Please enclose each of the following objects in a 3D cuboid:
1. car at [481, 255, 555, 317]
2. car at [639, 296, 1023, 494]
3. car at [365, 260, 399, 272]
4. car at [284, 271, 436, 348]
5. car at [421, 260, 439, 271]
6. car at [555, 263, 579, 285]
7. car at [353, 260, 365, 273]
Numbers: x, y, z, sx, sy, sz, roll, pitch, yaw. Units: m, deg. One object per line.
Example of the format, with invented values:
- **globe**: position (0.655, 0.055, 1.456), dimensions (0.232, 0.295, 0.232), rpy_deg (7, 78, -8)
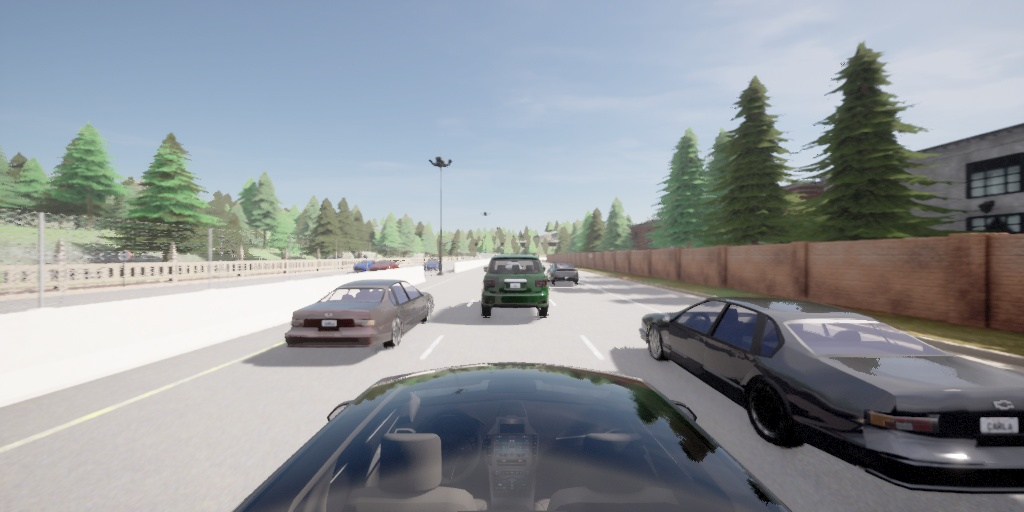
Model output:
- **car**: position (0.097, 0.972, 13.275), dimensions (2.150, 2.045, 5.566), rpy_deg (0, 0, 0)
- **car**: position (3.599, 1.297, 5.161), dimensions (2.033, 1.411, 5.357), rpy_deg (0, 0, 0)
- **car**: position (-14.144, 1.230, 39.858), dimensions (1.882, 1.535, 5.008), rpy_deg (0, 0, 0)
- **car**: position (-3.401, 1.298, 9.178), dimensions (2.033, 1.411, 5.357), rpy_deg (0, 0, 0)
- **car**: position (-10.576, 1.278, 47.104), dimensions (1.812, 1.442, 4.674), rpy_deg (0, 0, 1)
- **car**: position (3.590, 1.243, 26.036), dimensions (2.128, 1.511, 4.902), rpy_deg (0, 0, 0)
- **car**: position (-17.630, 1.231, 43.871), dimensions (1.882, 1.535, 5.008), rpy_deg (0, 0, 1)
